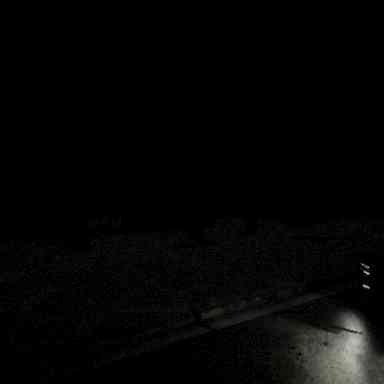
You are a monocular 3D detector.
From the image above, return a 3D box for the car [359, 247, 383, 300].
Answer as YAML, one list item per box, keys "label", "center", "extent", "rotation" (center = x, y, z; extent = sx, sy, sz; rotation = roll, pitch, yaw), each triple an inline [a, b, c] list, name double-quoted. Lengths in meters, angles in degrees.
- label: "car"
  center: [5.685, 1.478, 7.438]
  extent: [5.008, 1.535, 1.882]
  rotation: [0, 0, -36]
